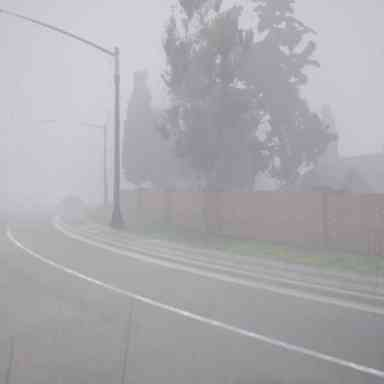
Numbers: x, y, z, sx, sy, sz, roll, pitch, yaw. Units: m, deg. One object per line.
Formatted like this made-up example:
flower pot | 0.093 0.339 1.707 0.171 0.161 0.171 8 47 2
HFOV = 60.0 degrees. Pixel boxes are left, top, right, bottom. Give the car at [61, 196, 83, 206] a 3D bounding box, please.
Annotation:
car | -18.214 1.300 50.650 1.812 1.442 4.674 -1 0 5

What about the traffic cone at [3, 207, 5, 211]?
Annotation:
traffic cone | -20.367 1.775 36.042 0.340 0.580 0.340 0 0 -15

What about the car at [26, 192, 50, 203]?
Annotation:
car | -30.471 1.065 66.042 2.150 2.045 5.566 0 0 8
